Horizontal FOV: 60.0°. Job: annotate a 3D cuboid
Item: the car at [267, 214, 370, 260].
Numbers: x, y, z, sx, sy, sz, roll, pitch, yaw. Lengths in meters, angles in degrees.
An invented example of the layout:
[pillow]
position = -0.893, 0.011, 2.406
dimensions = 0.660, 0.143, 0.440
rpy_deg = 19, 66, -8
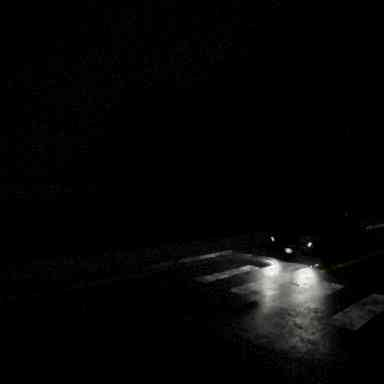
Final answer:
[car]
position = 5.151, 1.595, 12.948
dimensions = 5.357, 1.411, 2.033
rpy_deg = 1, 1, -44
